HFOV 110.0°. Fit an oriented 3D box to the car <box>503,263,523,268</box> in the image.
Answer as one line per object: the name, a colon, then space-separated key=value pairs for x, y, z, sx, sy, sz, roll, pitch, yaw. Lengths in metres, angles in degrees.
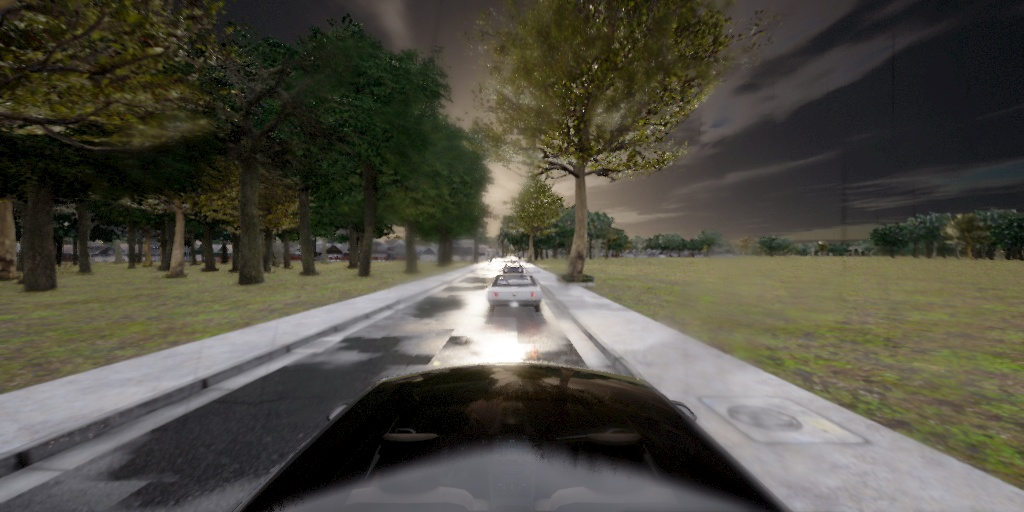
car: x=0.098 y=1.291 z=33.796 sx=1.895 sy=1.301 sz=4.718 roll=0 pitch=0 yaw=0

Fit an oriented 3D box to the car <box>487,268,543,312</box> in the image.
car: x=0.100 y=1.328 z=14.122 sx=1.895 sy=1.301 sz=4.718 roll=0 pitch=0 yaw=0
